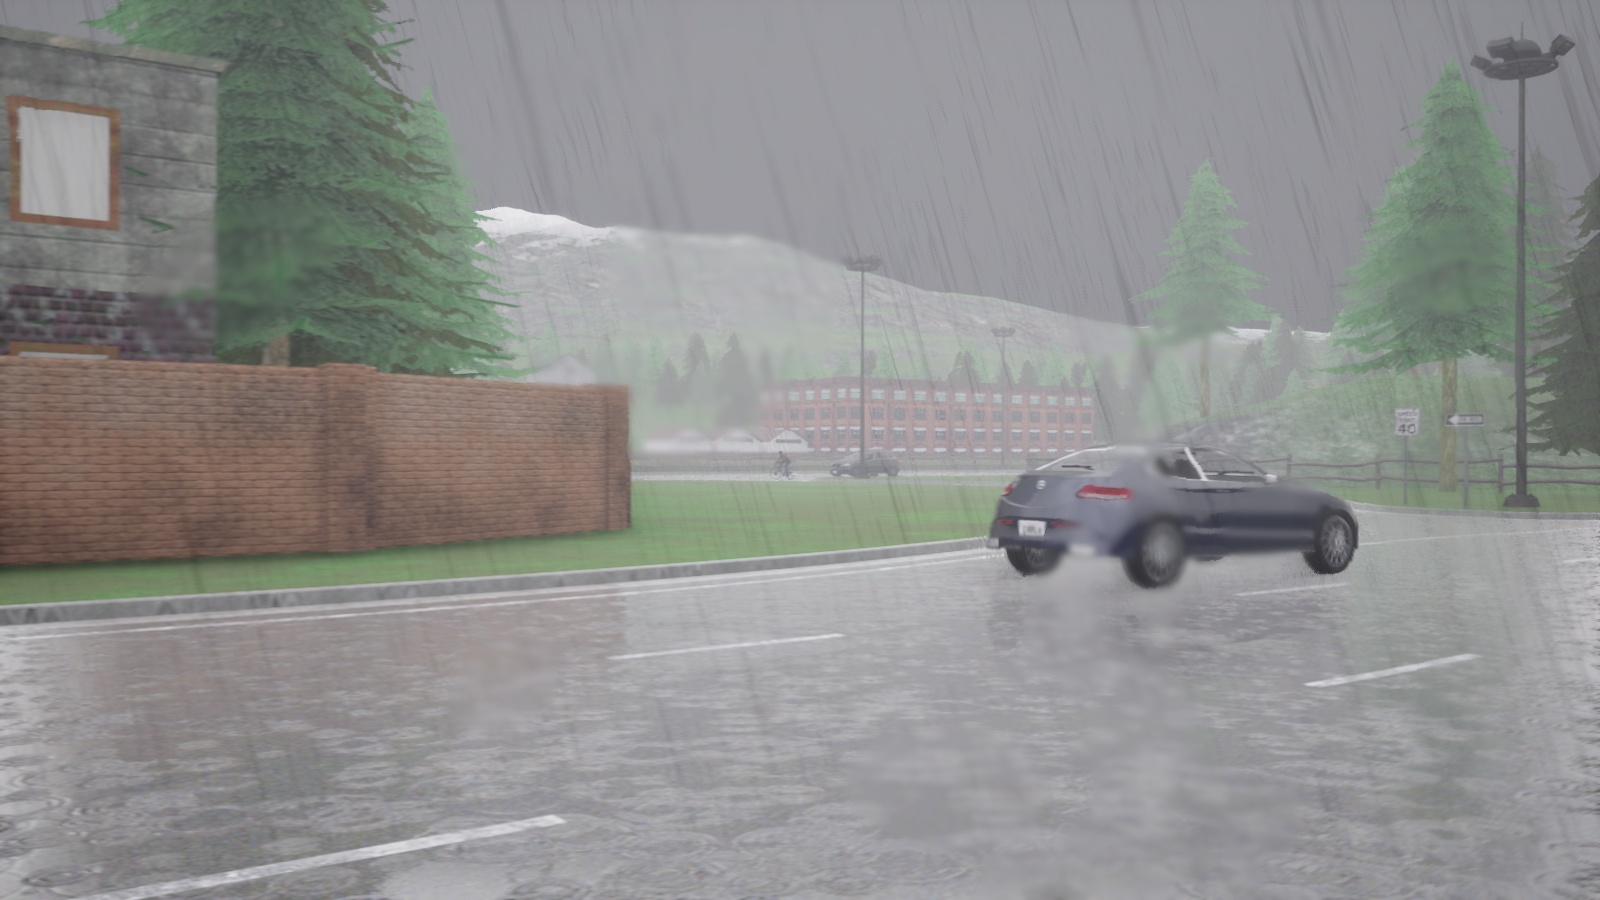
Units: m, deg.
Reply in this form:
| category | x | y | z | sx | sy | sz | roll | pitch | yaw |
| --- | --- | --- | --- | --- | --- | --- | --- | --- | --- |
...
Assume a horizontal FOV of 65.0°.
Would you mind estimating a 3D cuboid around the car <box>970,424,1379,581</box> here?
| category | x | y | z | sx | sy | sz | roll | pitch | yaw |
| --- | --- | --- | --- | --- | --- | --- | --- | --- | --- |
| car | 4.702 | 0.551 | 15.461 | 5.027 | 1.651 | 2.152 | 0 | 0 | -35 |

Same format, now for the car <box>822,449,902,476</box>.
| category | x | y | z | sx | sy | sz | roll | pitch | yaw |
| --- | --- | --- | --- | --- | --- | --- | --- | --- | --- |
| car | 3.893 | 0.773 | 78.379 | 4.611 | 1.667 | 2.242 | 0 | 0 | -35 |
